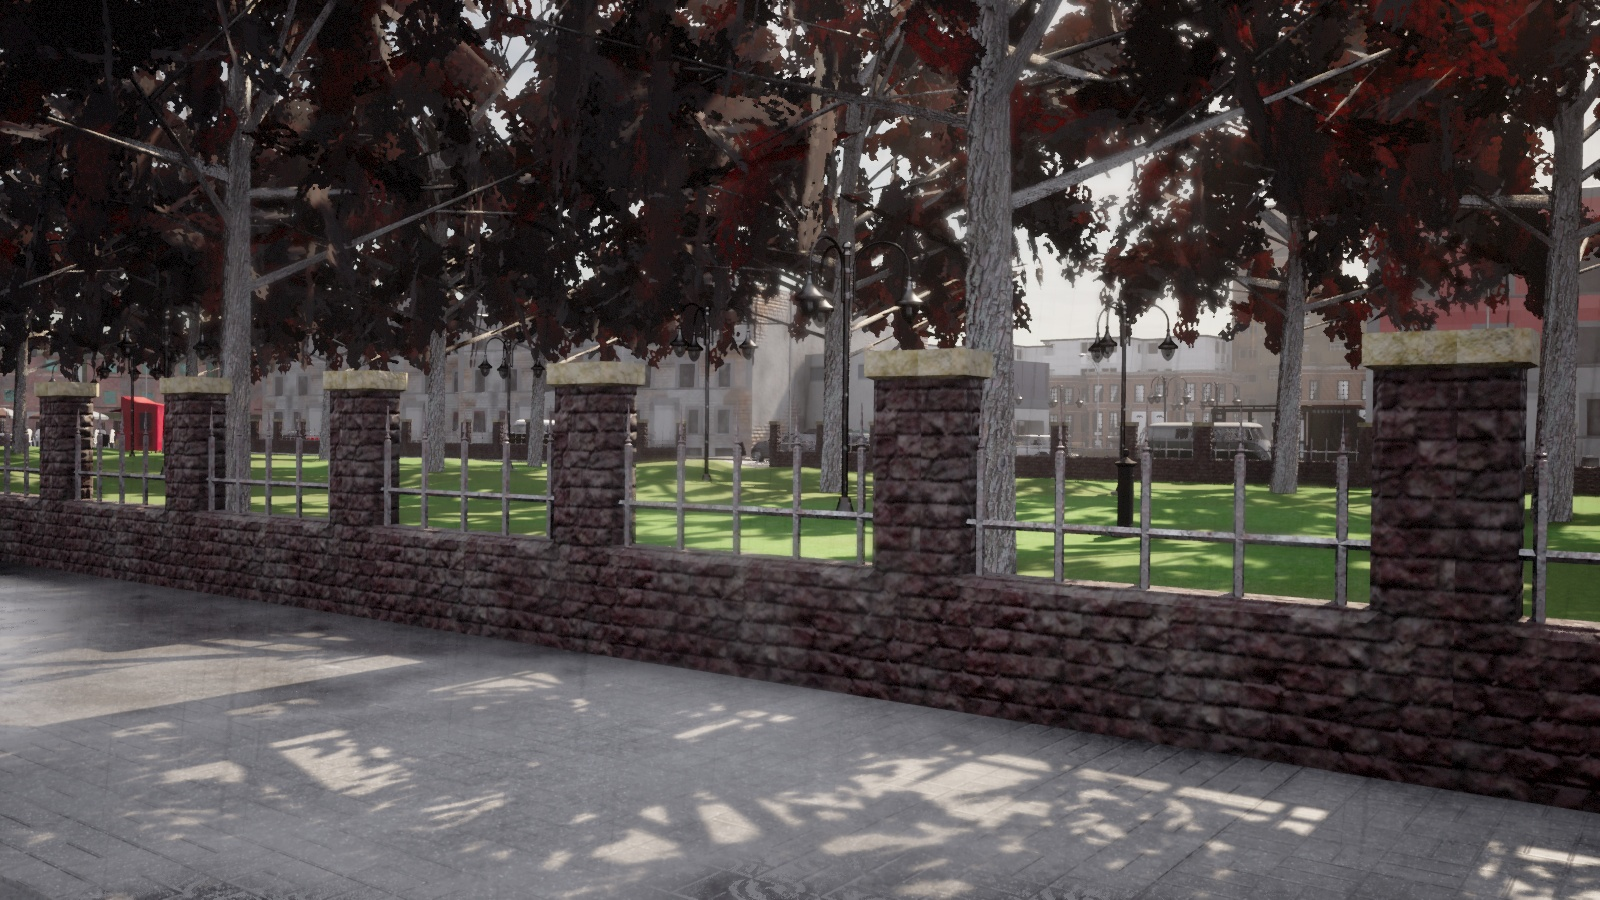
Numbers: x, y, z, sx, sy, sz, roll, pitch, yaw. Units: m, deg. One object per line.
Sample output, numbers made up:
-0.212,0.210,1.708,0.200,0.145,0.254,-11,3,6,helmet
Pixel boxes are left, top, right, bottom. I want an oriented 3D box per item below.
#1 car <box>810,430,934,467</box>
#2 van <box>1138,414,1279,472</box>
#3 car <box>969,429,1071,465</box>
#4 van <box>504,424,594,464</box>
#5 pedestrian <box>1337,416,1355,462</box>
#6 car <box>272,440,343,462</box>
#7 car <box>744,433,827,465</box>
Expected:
3.024,-0.068,53.345,4.902,1.511,2.128,0,1,36,car
14.552,-0.261,44.836,4.442,1.987,1.775,0,1,36,van
9.372,-0.120,53.632,3.806,1.475,1.970,0,1,36,car
-13.035,-0.317,65.175,4.480,2.038,2.069,0,1,36,van
21.980,-0.448,50.530,0.376,1.854,0.720,-1,1,-4,pedestrian
-30.691,0.043,78.172,4.718,1.301,1.895,0,1,36,car
-0.726,-0.082,61.083,3.633,1.501,1.845,0,1,36,car
